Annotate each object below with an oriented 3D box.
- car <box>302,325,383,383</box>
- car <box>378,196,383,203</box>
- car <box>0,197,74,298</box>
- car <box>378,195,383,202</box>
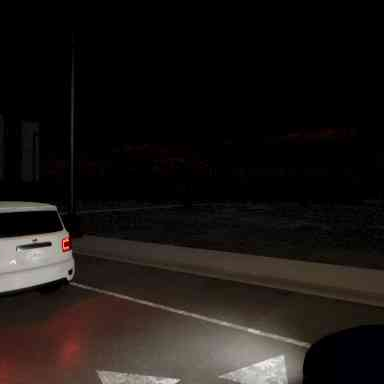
[{"bbox_3d":[3.005,1.516,1.843,4.674,1.442,1.812,0,0,35],"label":"car"},{"bbox_3d":[39.921,1.527,67.903,2.038,1.542,4.974,1,1,6],"label":"car"},{"bbox_3d":[-5.032,1.220,7.576,5.566,2.045,2.150,0,0,35],"label":"car"},{"bbox_3d":[39.927,1.369,67.953,1.853,1.218,4.536,1,1,6],"label":"car"}]
